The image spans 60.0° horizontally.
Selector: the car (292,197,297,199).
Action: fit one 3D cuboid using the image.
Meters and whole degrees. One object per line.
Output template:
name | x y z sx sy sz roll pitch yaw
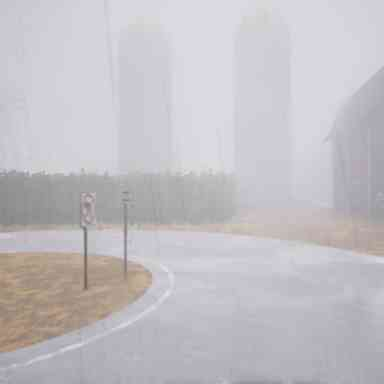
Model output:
car | 18.310 1.548 60.748 1.994 1.381 4.181 0 0 9
